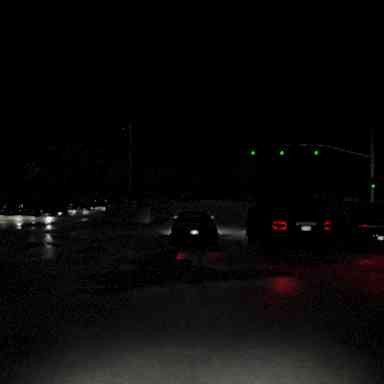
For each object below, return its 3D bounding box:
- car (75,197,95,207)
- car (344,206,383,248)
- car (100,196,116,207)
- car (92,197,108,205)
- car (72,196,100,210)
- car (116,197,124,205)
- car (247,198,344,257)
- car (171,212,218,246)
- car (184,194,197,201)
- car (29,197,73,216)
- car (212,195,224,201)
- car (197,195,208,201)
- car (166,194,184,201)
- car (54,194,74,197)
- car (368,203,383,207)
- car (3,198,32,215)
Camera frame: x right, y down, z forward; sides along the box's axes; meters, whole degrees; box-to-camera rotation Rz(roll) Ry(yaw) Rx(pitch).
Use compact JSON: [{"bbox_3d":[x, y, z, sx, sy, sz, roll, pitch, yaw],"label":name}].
[{"bbox_3d":[-17.497,1.592,54.602,1.812,1.442,4.674,0,0,0],"label":"car"},{"bbox_3d":[7.102,1.517,14.932,2.128,1.511,4.902,0,0,0],"label":"car"},{"bbox_3d":[-13.997,1.416,52.820,2.097,1.767,4.553,0,0,0],"label":"car"},{"bbox_3d":[-17.574,1.678,63.469,1.895,1.301,4.718,0,0,-3],"label":"car"},{"bbox_3d":[-14.034,1.579,43.863,1.812,1.442,4.674,0,0,0],"label":"car"},{"bbox_3d":[-14.051,1.623,62.084,2.033,1.411,5.357,0,0,0],"label":"car"},{"bbox_3d":[3.603,1.244,13.167,2.150,2.045,5.566,0,0,0],"label":"car"},{"bbox_3d":[0.102,1.588,15.331,1.994,1.385,4.181,0,0,0],"label":"car"},{"bbox_3d":[-1.190,1.577,87.889,1.882,1.535,5.008,0,0,-22],"label":"car"},{"bbox_3d":[-14.083,1.546,33.602,1.837,1.490,4.892,0,0,0],"label":"car"},{"bbox_3d":[6.767,1.604,85.936,1.837,1.490,4.892,0,0,-18],"label":"car"},{"bbox_3d":[1.826,1.657,89.844,1.994,1.385,4.181,0,0,-22],"label":"car"},{"bbox_3d":[-4.405,1.599,86.508,1.837,1.490,4.892,0,0,-22],"label":"car"},{"bbox_3d":[-17.516,1.276,45.080,2.150,2.045,5.566,0,0,0],"label":"car"},{"bbox_3d":[10.601,1.380,18.437,2.097,1.767,4.553,0,0,0],"label":"car"},{"bbox_3d":[-17.584,1.394,34.583,2.097,1.767,4.553,0,0,0],"label":"car"}]
